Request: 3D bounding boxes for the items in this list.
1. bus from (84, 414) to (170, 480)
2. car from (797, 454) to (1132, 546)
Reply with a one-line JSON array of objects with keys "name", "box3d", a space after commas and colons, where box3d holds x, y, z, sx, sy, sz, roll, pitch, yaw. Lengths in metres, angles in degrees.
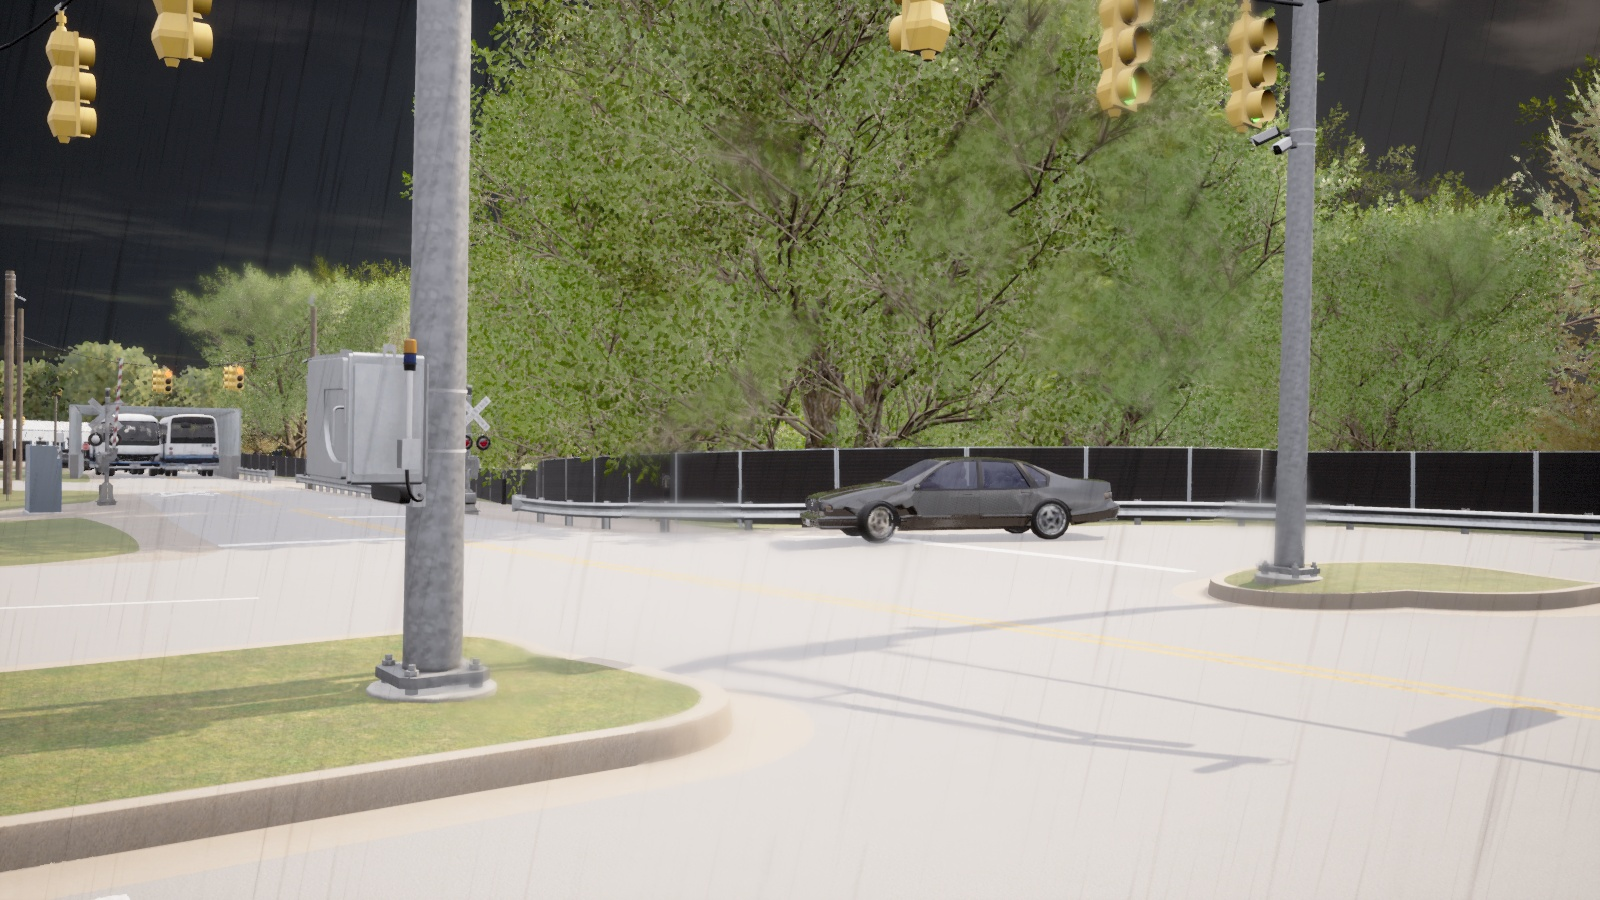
[{"name": "bus", "box3d": [-46.737, -0.138, 87.069, 3.944, 4.253, 10.273, 0, -1, -36]}, {"name": "car", "box3d": [2.767, 0.806, 21.674, 5.357, 1.411, 2.033, -1, 0, -11]}]
